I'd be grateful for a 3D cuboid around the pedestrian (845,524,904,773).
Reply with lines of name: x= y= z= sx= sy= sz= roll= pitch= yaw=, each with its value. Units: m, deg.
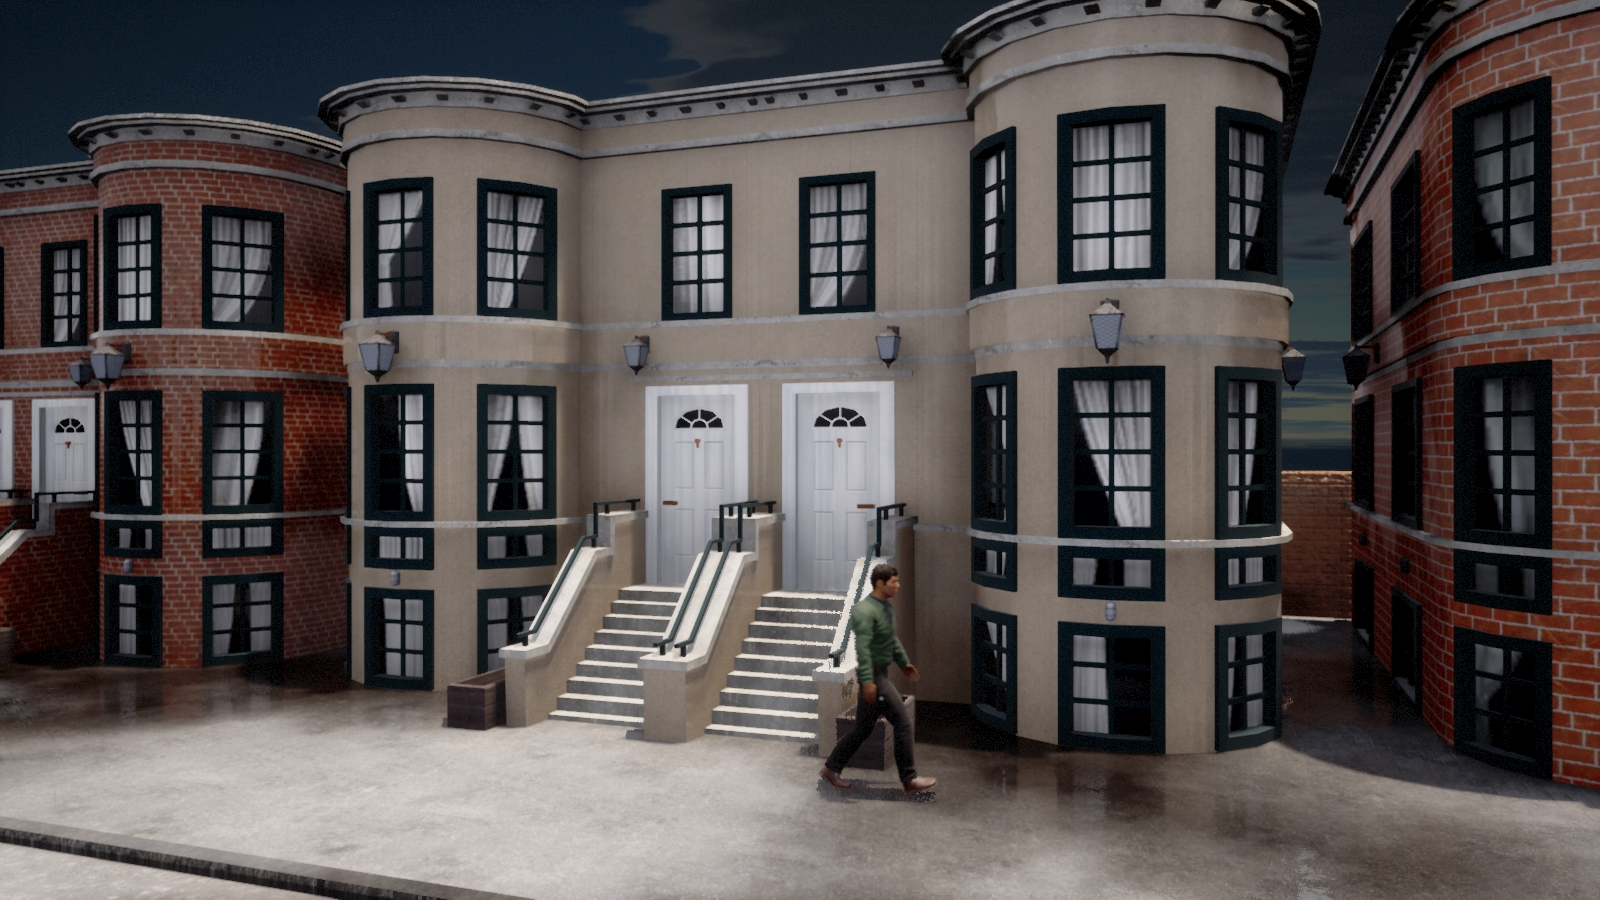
pedestrian: x=0.587 y=1.526 z=8.933 sx=0.375 sy=1.860 sz=0.375 roll=0 pitch=0 yaw=20
